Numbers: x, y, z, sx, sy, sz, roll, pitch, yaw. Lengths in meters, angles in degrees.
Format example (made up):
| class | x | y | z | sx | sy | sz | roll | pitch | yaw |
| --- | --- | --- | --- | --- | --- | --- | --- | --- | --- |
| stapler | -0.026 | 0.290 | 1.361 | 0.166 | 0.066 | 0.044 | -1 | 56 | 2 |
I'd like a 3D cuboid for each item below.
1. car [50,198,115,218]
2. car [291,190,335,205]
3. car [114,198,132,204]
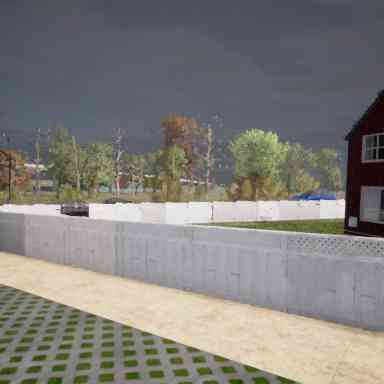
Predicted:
| class | x | y | z | sx | sy | sz | roll | pitch | yaw |
| --- | --- | --- | --- | --- | --- | --- | --- | --- | --- |
| car | -8.883 | 1.462 | 26.242 | 4.902 | 1.511 | 2.128 | 0 | 2 | -18 |
| car | 14.997 | 0.802 | 41.183 | 5.566 | 2.045 | 2.150 | 0 | 2 | -18 |
| car | -8.086 | 1.288 | 33.526 | 4.181 | 1.385 | 1.994 | 0 | 2 | -18 |
